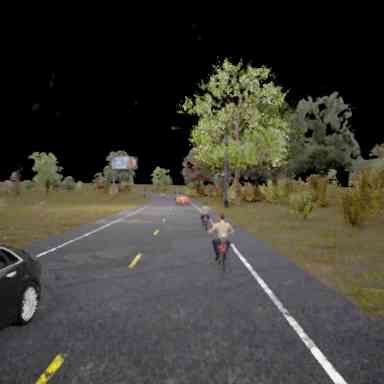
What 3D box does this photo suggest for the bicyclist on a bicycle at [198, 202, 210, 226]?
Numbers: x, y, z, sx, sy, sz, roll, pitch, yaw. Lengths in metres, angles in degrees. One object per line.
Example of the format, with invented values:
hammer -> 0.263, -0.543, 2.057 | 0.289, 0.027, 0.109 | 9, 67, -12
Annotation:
bicyclist on a bicycle -> 0.767, 1.377, 19.062 | 0.866, 1.612, 1.509 | 0, 0, -1

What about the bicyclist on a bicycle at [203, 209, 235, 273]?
bicyclist on a bicycle -> 0.862, 1.408, 9.641 | 0.866, 1.612, 1.509 | 0, 0, 0

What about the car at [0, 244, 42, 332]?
car -> -3.630, 1.494, 4.198 | 1.837, 1.490, 4.892 | 0, 0, 0

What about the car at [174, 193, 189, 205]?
car -> -1.568, 1.160, 55.826 | 2.097, 1.767, 4.553 | 0, 0, -3

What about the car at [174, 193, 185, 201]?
car -> -2.827, 1.085, 73.485 | 2.097, 1.767, 4.553 | 0, 0, -4
